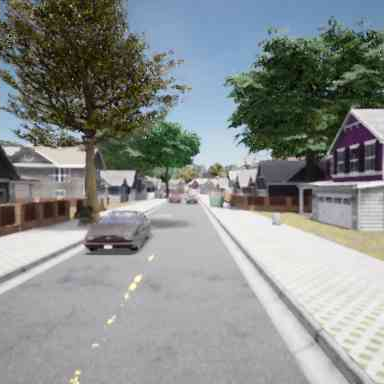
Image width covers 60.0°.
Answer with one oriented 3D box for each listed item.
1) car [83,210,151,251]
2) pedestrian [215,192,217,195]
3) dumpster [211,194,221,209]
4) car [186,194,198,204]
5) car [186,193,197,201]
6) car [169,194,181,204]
[{"bbox_3d":[-2.856,1.476,13.994,2.033,1.411,5.357,0,0,0],"label":"car"},{"bbox_3d":[2.996,0.905,42.611,0.375,1.860,0.375,0,1,-10],"label":"pedestrian"},{"bbox_3d":[3.002,1.165,41.605,1.020,1.700,1.940,0,1,0],"label":"dumpster"},{"bbox_3d":[0.016,1.284,54.626,1.895,1.301,4.718,0,0,1],"label":"car"},{"bbox_3d":[-0.021,1.063,67.932,2.128,1.511,4.902,0,0,0],"label":"car"},{"bbox_3d":[-2.826,1.156,55.331,1.882,1.535,5.008,0,0,0],"label":"car"}]
